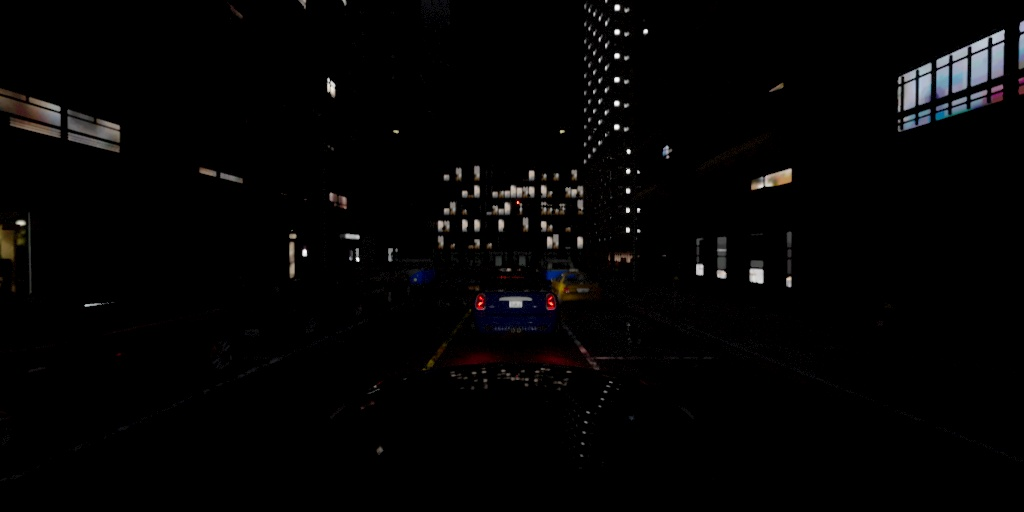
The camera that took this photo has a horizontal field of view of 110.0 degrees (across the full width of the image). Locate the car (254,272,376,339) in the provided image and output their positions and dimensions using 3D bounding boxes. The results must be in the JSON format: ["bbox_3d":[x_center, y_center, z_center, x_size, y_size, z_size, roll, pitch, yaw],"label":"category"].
[{"bbox_3d":[-5.692,1.302,10.040,1.948,1.339,4.313,0,0,0],"label":"car"}]

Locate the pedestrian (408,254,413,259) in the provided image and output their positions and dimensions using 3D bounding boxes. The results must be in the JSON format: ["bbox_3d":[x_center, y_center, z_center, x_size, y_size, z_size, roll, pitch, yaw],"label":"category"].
[{"bbox_3d":[-12.399,0.578,43.643,0.375,1.860,0.375,0,1,0],"label":"pedestrian"}]

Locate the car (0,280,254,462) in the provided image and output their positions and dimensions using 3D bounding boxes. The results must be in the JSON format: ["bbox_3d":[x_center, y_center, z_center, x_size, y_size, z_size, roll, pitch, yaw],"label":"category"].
[{"bbox_3d":[-5.691,1.185,4.438,1.967,1.591,4.097,0,0,0],"label":"car"}]

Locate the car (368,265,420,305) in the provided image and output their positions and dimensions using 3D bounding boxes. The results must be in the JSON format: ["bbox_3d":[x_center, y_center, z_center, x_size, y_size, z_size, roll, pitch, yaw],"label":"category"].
[{"bbox_3d":[-5.693,1.278,15.642,2.007,1.370,4.403,0,0,0],"label":"car"}]

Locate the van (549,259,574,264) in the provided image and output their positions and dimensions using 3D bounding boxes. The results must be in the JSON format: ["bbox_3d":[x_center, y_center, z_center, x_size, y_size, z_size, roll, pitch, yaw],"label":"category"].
[{"bbox_3d":[2.687,1.060,21.216,1.690,1.789,3.998,0,0,0],"label":"van"}]

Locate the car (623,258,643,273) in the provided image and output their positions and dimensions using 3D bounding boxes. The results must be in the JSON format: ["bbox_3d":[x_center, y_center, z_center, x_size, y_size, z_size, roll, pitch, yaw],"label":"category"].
[{"bbox_3d":[15.228,1.034,40.557,5.009,1.841,2.192,0,0,0],"label":"car"}]

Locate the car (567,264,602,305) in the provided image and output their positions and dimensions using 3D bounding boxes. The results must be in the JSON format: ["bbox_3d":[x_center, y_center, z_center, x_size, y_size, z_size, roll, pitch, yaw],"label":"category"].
[{"bbox_3d":[2.688,1.253,15.785,1.751,1.417,4.829,0,0,0],"label":"car"}]

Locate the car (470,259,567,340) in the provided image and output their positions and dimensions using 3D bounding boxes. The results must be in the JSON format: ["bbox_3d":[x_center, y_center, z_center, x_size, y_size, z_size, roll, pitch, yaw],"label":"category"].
[{"bbox_3d":[0.084,1.089,10.081,2.097,1.767,4.553,0,0,0],"label":"car"}]

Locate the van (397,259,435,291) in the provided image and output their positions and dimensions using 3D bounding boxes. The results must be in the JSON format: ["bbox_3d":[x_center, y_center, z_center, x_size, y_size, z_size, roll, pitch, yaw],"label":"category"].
[{"bbox_3d":[-5.694,1.060,21.244,1.690,1.789,3.998,0,0,0],"label":"van"}]
